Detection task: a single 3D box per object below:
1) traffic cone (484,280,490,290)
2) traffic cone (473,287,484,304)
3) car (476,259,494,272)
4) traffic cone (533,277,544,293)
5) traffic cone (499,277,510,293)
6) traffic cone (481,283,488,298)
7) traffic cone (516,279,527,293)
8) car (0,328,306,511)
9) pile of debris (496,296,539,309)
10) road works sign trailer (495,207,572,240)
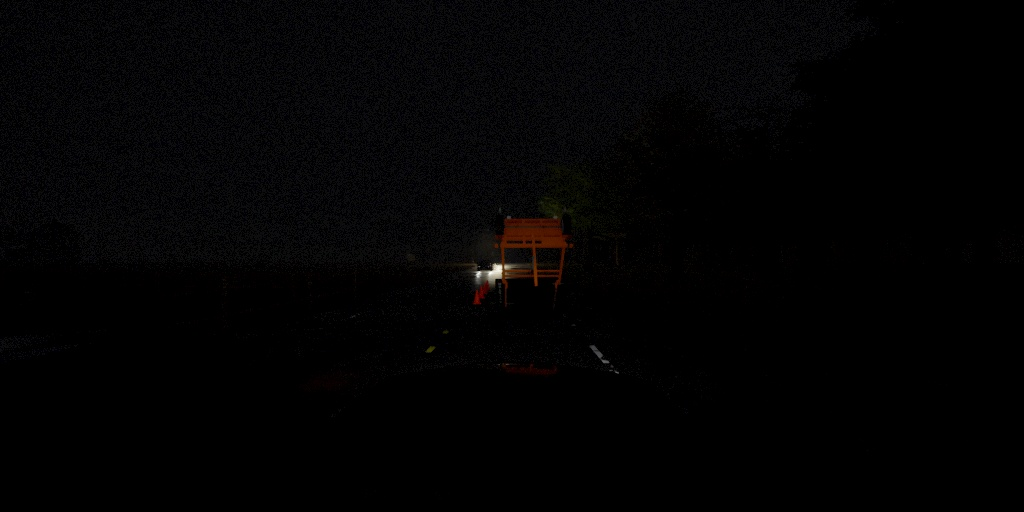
[{"bbox_3d":[-1.445,1.690,18.895,0.340,0.580,0.340,0,0,0],"label":"traffic cone"},{"bbox_3d":[-1.453,1.694,14.895,0.340,0.580,0.340,0,0,0],"label":"traffic cone"},{"bbox_3d":[-3.399,1.202,45.602,1.837,1.490,4.892,0,0,0],"label":"car"},{"bbox_3d":[1.557,1.688,20.888,0.340,0.580,0.340,0,0,0],"label":"traffic cone"},{"bbox_3d":[-0.441,1.688,20.893,0.340,0.580,0.340,0,0,0],"label":"traffic cone"},{"bbox_3d":[-1.449,1.692,16.895,0.340,0.580,0.340,0,0,0],"label":"traffic cone"},{"bbox_3d":[0.558,1.688,20.890,0.340,0.580,0.340,0,0,0],"label":"traffic cone"},{"bbox_3d":[-3.592,1.297,2.296,2.033,1.411,5.357,0,0,0],"label":"car"},{"bbox_3d":[0.031,1.904,14.898,1.860,0.140,1.500,0,0,0],"label":"pile of debris"},{"bbox_3d":[0.635,-2.366,10.103,2.380,3.560,2.880,0,0,0],"label":"road works sign trailer"}]
